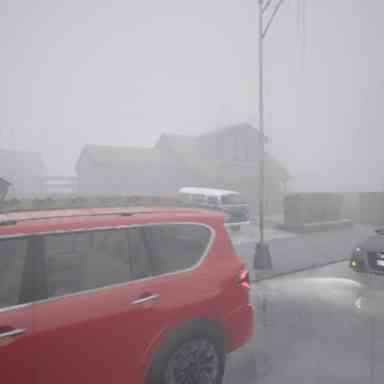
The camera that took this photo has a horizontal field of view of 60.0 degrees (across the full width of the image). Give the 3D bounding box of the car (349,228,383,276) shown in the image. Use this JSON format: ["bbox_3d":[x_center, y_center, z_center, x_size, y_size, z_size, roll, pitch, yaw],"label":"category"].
[{"bbox_3d":[6.086,1.466,8.914,4.181,1.385,1.994,-1,0,-35],"label":"car"}]

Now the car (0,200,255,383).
[{"bbox_3d":[-1.846,1.219,3.275,5.566,2.045,2.150,0,0,-35],"label":"car"}]
